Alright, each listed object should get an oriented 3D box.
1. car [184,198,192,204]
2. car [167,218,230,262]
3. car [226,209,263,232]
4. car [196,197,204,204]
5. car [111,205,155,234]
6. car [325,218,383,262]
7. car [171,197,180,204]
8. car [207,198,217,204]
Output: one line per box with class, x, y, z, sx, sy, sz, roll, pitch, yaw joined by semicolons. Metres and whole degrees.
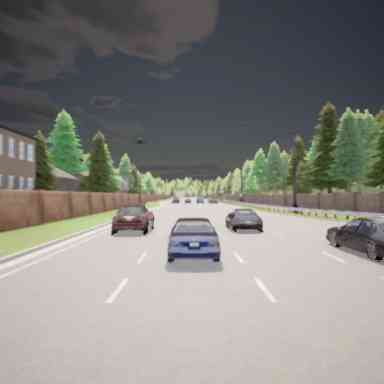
car;-1.100;2.570;91.330;2.033;1.411;5.357;0;-1;-1
car;0.039;1.693;12.720;2.033;1.411;5.357;0;-1;-1
car;3.413;1.820;22.244;1.994;1.385;4.181;0;-1;-1
car;2.400;2.574;91.377;2.033;1.411;5.357;0;-1;-1
car;-3.569;1.585;20.837;2.097;1.767;4.553;0;-1;-1
car;7.038;1.700;12.753;2.033;1.411;5.357;0;-1;-1
car;-4.605;2.556;91.701;1.812;1.442;4.674;0;-1;-1
car;5.900;2.563;91.423;2.128;1.511;4.902;0;-1;-1
